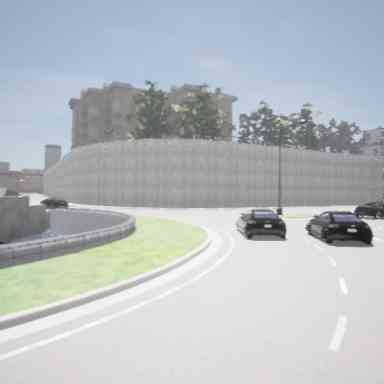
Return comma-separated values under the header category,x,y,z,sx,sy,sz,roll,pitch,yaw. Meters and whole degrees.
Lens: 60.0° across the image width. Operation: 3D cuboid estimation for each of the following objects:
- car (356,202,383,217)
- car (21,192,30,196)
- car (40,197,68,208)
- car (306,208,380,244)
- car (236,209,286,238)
category,x,y,z,sx,sy,sz,roll,pitch,yaw
car,16.919,1.660,30.203,4.892,1.490,1.837,1,0,-28
car,-39.567,0.832,78.954,2.097,1.767,4.553,1,0,-27
car,-18.064,1.317,43.550,4.181,1.385,1.994,1,0,38
car,7.032,1.624,16.236,1.994,1.385,4.181,1,0,5
car,3.599,1.585,17.803,1.994,1.385,4.181,1,0,0
